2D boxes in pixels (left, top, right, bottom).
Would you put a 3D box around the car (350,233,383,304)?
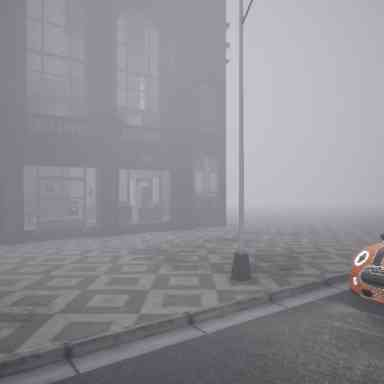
[{"bbox_3d":[5.465,1.353,7.255,4.553,1.767,2.097,0,0,-35],"label":"car"}]
